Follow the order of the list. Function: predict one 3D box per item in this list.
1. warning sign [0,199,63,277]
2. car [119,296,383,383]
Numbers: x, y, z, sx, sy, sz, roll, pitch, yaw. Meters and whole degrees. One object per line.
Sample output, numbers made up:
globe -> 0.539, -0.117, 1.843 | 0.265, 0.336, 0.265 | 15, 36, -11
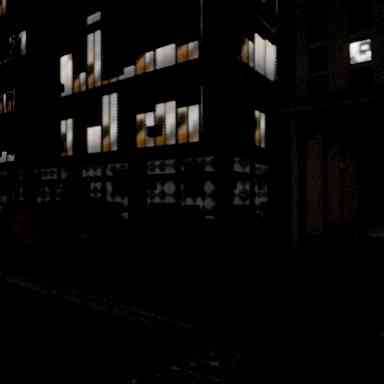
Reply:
warning sign -> -4.354, 1.128, 8.900 | 1.060, 1.860, 1.300 | 0, 0, 36
car -> 1.259, 1.440, 1.976 | 4.097, 1.590, 1.967 | 0, 0, 36
